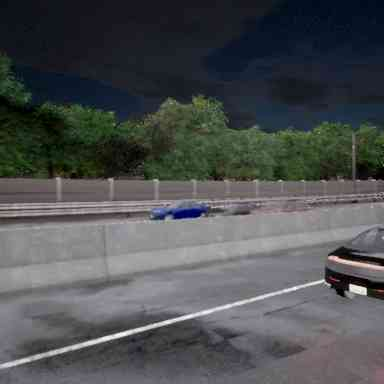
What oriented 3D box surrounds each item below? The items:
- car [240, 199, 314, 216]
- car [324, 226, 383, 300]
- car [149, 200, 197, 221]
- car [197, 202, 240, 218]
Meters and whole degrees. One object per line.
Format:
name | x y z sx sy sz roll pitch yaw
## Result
car | 5.560 1.263 20.687 4.553 1.767 2.097 -1 0 -35
car | 4.861 1.468 7.160 4.902 1.511 2.128 0 0 -35
car | -0.777 1.410 24.813 5.008 1.535 1.882 -1 0 -35
car | 3.277 1.459 23.374 5.357 1.411 2.033 -1 0 -35
